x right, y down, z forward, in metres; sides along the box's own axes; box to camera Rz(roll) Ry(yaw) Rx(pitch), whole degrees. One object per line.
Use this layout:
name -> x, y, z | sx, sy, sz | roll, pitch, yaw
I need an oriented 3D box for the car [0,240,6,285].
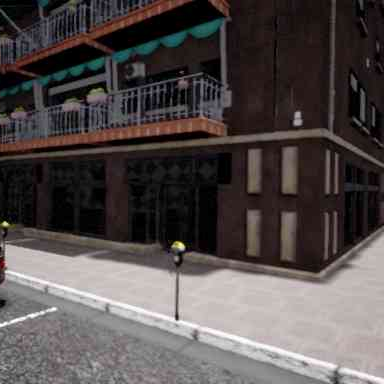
car -> -5.938, 1.266, 7.092 | 5.009, 1.841, 2.192 | 0, 1, 36
